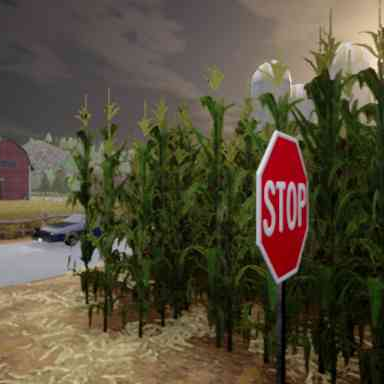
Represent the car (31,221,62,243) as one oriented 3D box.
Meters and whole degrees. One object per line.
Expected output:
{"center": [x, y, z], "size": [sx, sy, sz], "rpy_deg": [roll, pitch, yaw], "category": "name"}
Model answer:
{"center": [-5.137, 1.738, 16.790], "size": [2.033, 1.411, 5.357], "rpy_deg": [0, 0, 35], "category": "car"}
